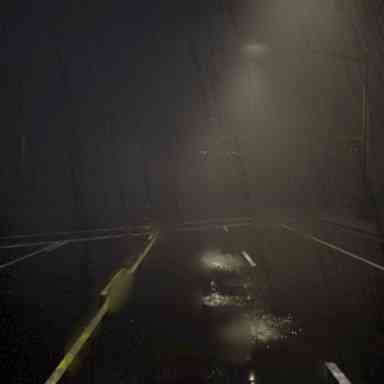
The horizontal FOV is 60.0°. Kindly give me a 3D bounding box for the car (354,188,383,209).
[{"bbox_3d":[19.210,0.607,33.102,5.566,2.045,2.150,0,1,1],"label":"car"}]

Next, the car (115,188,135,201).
[{"bbox_3d":[-10.392,0.373,52.008,2.150,2.045,5.566,0,0,0],"label":"car"}]

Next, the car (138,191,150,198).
[{"bbox_3d":[-10.349,0.520,72.562,1.812,1.442,4.674,0,0,0],"label":"car"}]
